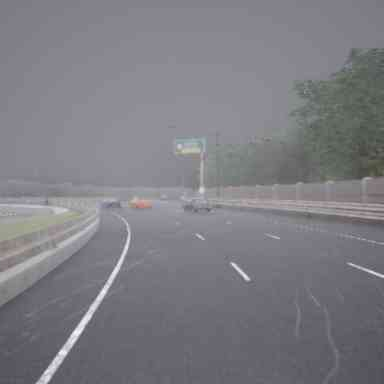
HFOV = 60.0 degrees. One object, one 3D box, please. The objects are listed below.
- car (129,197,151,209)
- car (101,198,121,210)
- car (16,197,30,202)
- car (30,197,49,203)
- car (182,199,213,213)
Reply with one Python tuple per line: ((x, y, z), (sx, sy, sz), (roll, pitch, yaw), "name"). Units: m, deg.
((-7.267, 1.427, 46.124), (2.097, 1.767, 4.553), (-1, 0, -26), "car")
((-11.342, 1.603, 46.545), (1.882, 1.535, 5.008), (-1, 0, -27), "car")
((-41.914, 2.042, 82.456), (4.181, 1.385, 1.994), (-1, 0, 36), "car")
((-37.932, 1.940, 83.810), (4.892, 1.490, 1.837), (-1, 0, 36), "car")
((0.496, 1.532, 36.806), (2.033, 1.411, 5.357), (-1, 0, -21), "car")
